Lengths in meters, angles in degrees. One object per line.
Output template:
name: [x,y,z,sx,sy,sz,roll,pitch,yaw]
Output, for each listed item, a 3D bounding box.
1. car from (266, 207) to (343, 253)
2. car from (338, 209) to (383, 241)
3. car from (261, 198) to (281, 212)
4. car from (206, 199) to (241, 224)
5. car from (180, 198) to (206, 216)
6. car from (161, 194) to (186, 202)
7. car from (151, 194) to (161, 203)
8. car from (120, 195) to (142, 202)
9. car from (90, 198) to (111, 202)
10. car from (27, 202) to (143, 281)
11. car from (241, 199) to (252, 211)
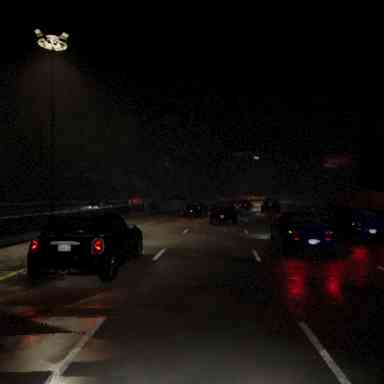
car: [4.439,1.561,13.877,1.812,1.442,4.674,0,0,5]
car: [8.330,1.575,17.090,1.812,1.442,4.674,0,0,7]
car: [9.391,1.446,39.483,2.097,1.767,4.553,0,0,16]
car: [2.498,1.531,25.265,1.882,1.535,5.008,0,0,10]
car: [0.421,1.590,32.747,1.812,1.442,4.674,0,0,12]
car: [-2.777,1.328,58.754,2.150,2.045,5.566,0,0,21]
car: [-5.436,1.329,61.553,2.150,2.045,5.566,0,0,22]
car: [-10.568,1.443,57.946,2.097,1.767,4.553,0,0,21]
car: [-15.229,1.639,55.184,1.994,1.385,4.181,0,0,19]
car: [-2.908,1.366,10.071,2.097,1.767,4.553,0,0,4]
car: [6.473,1.641,42.148,2.033,1.411,5.357,0,0,17]
